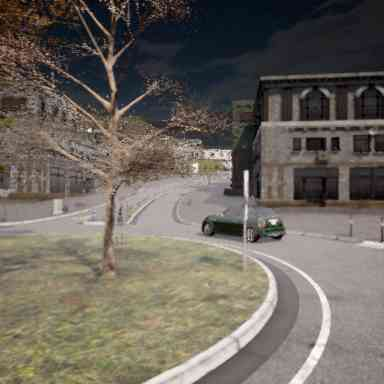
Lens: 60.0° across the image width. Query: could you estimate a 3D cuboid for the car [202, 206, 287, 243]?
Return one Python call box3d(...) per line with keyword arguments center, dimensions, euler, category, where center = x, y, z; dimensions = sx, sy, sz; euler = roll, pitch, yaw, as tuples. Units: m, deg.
box3d(center=(2.519, 1.477, 17.216), dimensions=(2.097, 1.767, 4.553), euler=(0, 0, -38), category="car")
